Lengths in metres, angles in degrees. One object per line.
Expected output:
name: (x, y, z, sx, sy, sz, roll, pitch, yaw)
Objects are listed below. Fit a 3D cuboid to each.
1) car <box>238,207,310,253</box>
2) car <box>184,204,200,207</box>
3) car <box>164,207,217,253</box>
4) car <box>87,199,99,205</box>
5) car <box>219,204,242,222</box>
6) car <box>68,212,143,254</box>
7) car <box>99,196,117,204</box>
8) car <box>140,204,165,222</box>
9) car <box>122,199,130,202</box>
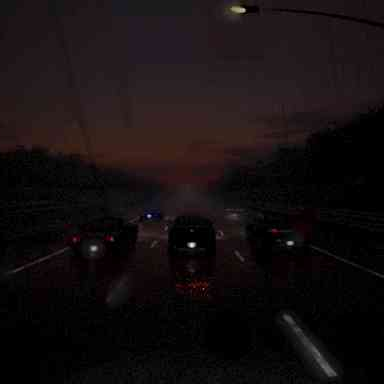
car: (3.508, 1.628, 14.281, 2.128, 1.511, 4.902, 0, 0, 0)
car: (0.011, 1.773, 29.283, 2.128, 1.511, 4.902, 0, 0, 0)
car: (0.008, 1.644, 14.297, 1.837, 1.490, 4.892, 0, 0, 0)
car: (-20.983, 2.256, 70.967, 1.994, 1.385, 4.181, 0, -1, 0)
car: (3.511, 1.773, 29.283, 2.128, 1.511, 4.902, 0, 0, 0)
car: (-3.495, 1.734, 14.086, 1.895, 1.301, 4.718, 0, -1, 0)
car: (-17.483, 1.928, 70.940, 2.150, 2.045, 5.566, 0, -1, 0)
car: (-3.488, 1.807, 29.359, 1.812, 1.442, 4.674, 0, 0, 0)
car: (-13.983, 2.256, 70.966, 1.994, 1.385, 4.181, 0, -1, 0)
